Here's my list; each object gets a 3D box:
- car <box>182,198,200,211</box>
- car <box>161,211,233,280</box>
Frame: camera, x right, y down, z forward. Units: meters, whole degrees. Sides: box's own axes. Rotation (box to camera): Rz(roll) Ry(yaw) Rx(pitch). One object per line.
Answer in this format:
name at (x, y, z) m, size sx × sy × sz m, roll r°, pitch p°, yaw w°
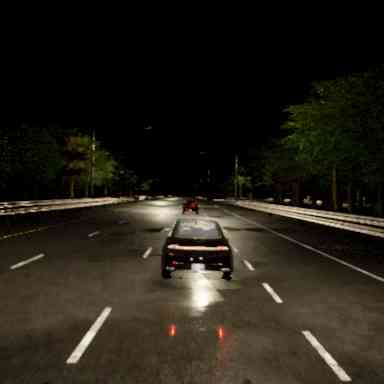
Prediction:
car at (-0.191, 1.792, 39.995) m, size 1.837 × 1.490 × 4.892 m, roll 2°, pitch 0°, yaw -1°
car at (0.124, 1.571, 10.279) m, size 2.128 × 1.511 × 4.902 m, roll 2°, pitch 0°, yaw -1°
